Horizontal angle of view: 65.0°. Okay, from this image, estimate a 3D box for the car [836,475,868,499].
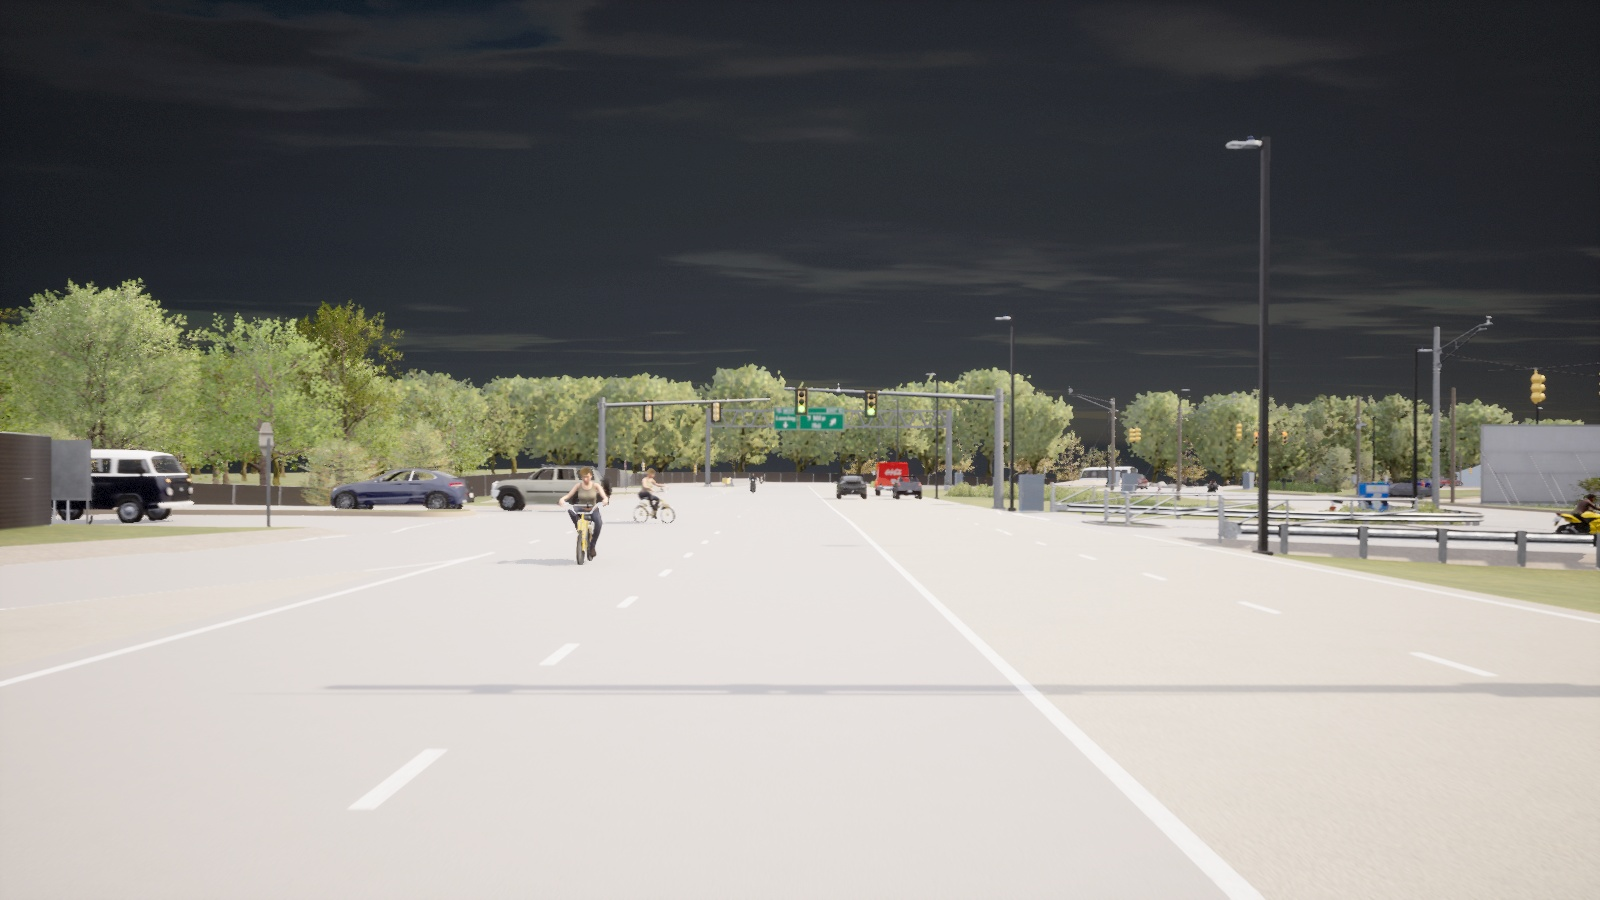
[{"bbox_3d":[3.306,2.367,81.088,1.837,1.490,4.892,0,-1,0],"label":"car"}]

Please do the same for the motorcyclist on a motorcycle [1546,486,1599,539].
[{"bbox_3d":[24.296,1.914,38.759,2.044,1.523,0.797,-2,0,-3],"label":"motorcyclist on a motorcycle"}]

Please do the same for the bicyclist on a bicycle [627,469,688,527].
[{"bbox_3d":[-4.170,1.388,36.776,1.509,1.612,0.866,-1,1,29],"label":"bicyclist on a bicycle"}]

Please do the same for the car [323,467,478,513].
[{"bbox_3d":[-14.622,1.459,46.159,5.027,1.651,2.152,0,-1,0],"label":"car"}]

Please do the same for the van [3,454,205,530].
[{"bbox_3d":[-19.291,1.144,34.948,4.480,2.038,2.069,0,0,0],"label":"van"}]

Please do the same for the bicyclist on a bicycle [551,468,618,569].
[{"bbox_3d":[-3.563,1.114,20.903,0.866,1.612,1.509,0,-1,0],"label":"bicyclist on a bicycle"}]

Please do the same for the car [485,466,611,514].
[{"bbox_3d":[-9.922,1.572,49.675,4.605,1.855,1.932,0,-2,-1],"label":"car"}]

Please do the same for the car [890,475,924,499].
[{"bbox_3d":[6.809,2.341,79.985,1.845,1.501,3.633,0,-1,0],"label":"car"}]

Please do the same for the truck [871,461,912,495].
[{"bbox_3d":[6.775,2.100,93.528,2.627,2.467,5.204,0,-1,0],"label":"truck"}]
